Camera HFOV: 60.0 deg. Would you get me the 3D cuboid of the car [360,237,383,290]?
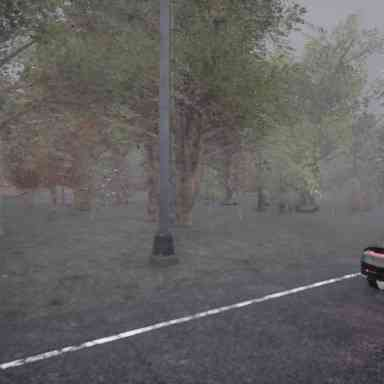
[{"bbox_3d":[5.984,1.545,8.006,4.902,1.511,2.128,0,0,-35],"label":"car"}]
